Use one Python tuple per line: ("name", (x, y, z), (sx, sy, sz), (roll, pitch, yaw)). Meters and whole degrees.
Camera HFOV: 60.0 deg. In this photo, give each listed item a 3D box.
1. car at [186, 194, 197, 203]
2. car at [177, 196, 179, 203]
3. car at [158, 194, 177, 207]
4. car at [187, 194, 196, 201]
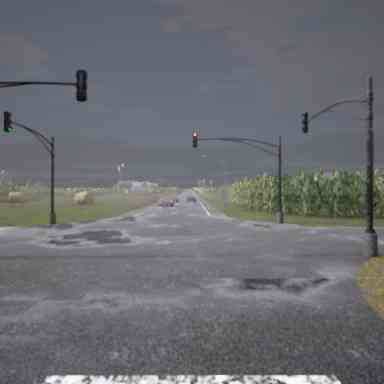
("car", (-0.088, 1.376, 66.129), (1.837, 1.490, 4.892), (0, 0, 0))
("car", (-3.666, 1.226, 65.755), (2.097, 1.767, 4.553), (0, 0, 0))
("car", (-3.695, 1.277, 48.509), (2.097, 1.767, 4.553), (0, 0, 0))
("car", (-0.160, 1.290, 76.698), (2.128, 1.511, 4.902), (0, 0, 0))
